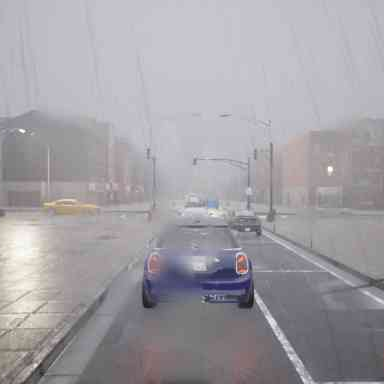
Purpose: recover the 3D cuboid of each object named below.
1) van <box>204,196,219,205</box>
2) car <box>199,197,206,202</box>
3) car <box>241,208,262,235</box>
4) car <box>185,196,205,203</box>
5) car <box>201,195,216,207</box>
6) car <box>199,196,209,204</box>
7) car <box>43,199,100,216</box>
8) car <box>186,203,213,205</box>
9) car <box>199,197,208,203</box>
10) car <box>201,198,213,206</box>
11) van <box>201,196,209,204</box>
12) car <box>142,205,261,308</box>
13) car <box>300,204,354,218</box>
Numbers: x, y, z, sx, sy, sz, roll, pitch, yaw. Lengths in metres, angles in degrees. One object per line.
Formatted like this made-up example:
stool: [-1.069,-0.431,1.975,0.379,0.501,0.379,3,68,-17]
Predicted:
van: [2.706,1.474,45.087,1.690,1.788,3.998,-1,0,0]
car: [2.800,2.138,92.696,1.802,1.307,4.206,-2,-1,0]
car: [2.661,1.572,18.128,2.008,1.369,4.403,-1,0,0]
car: [0.213,1.605,41.430,2.128,1.511,4.902,0,0,1]
car: [2.725,1.516,55.669,2.192,1.841,5.009,-1,0,0]
car: [2.767,1.824,76.828,1.967,1.590,4.097,-1,-1,0]
car: [-10.880,1.421,30.202,5.008,1.535,1.882,1,1,0]
car: [0.164,1.546,17.878,1.812,1.442,4.674,0,0,1]
car: [2.780,1.982,82.117,1.887,1.381,4.507,-1,-1,0]
car: [2.740,1.793,60.956,2.008,1.369,4.403,-1,-1,0]
van: [2.756,1.674,71.539,1.690,1.788,3.998,-1,-1,0]
car: [0.114,1.355,8.058,2.097,1.767,4.553,0,0,0]
car: [13.312,1.826,33.081,4.718,1.301,1.895,1,1,1]
